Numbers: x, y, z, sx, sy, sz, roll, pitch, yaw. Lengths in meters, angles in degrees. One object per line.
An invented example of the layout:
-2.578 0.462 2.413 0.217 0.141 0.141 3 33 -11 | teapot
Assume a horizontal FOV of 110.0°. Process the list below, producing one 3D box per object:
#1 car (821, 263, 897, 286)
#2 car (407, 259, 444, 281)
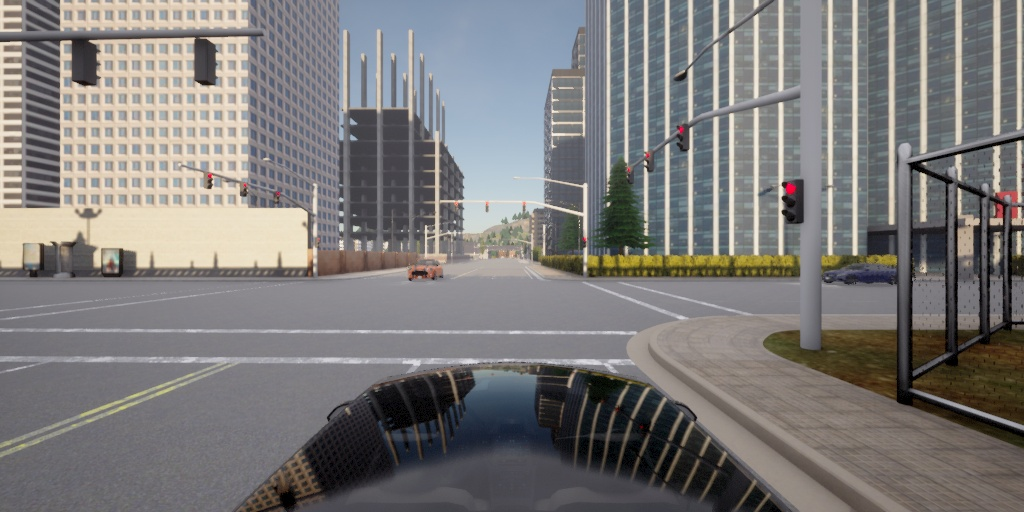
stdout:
23.546 1.218 24.110 4.674 1.442 1.812 0 0 0 | car
-6.978 1.042 29.298 2.097 1.767 4.553 0 -1 0 | car
